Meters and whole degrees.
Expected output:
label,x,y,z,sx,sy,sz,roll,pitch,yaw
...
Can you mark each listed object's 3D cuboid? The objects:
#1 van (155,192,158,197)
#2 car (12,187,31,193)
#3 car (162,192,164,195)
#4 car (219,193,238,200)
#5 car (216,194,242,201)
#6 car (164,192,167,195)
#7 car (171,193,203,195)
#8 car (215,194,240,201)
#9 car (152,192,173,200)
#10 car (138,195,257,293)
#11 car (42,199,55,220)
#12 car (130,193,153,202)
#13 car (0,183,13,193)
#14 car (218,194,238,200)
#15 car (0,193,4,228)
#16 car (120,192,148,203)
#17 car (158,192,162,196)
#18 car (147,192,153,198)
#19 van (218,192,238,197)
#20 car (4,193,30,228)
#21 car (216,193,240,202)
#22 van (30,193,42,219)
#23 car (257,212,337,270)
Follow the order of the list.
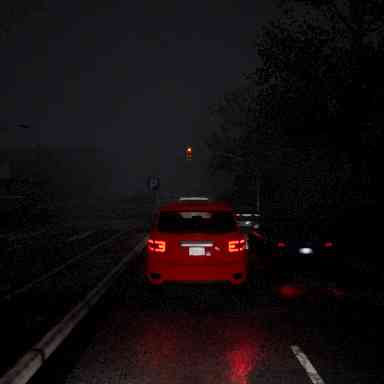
label,x,y,z,sx,sy,sz,roll,pitch,yaw
van,-10.370,1.094,73.996,4.442,1.987,1.878,-1,0,-14
car,-28.263,0.138,55.849,2.002,1.452,4.674,6,-3,-19
car,-9.780,1.360,79.964,4.674,1.452,2.002,-1,0,-13
car,9.308,1.130,85.311,4.553,1.767,2.185,1,0,-12
car,8.074,1.265,73.602,5.366,1.575,1.946,1,0,-13
car,-9.414,1.360,82.966,4.674,1.452,2.002,-1,0,-13
car,0.120,1.247,19.402,2.150,2.045,5.566,0,0,0
car,8.051,1.259,76.454,5.366,1.575,1.946,1,0,-13
car,-8.164,1.066,91.956,5.566,2.045,2.435,-1,0,-12
car,0.088,1.230,9.044,2.150,2.045,5.566,0,0,0
car,-13.675,1.405,27.200,4.553,1.767,2.185,-1,0,-19
car,-10.830,1.197,70.955,4.553,1.767,2.185,-1,0,-14
car,-31.257,-0.424,55.904,2.435,2.045,5.566,6,-3,-19
car,8.947,1.299,82.380,4.674,1.452,2.002,1,0,-12
car,-13.823,1.264,18.149,5.566,2.045,2.435,-1,0,-20
car,-11.558,1.359,65.010,4.792,1.488,2.163,-1,0,-15
car,-10.148,1.323,76.968,4.892,1.521,2.231,-1,0,-14
car,-10.919,1.316,68.003,5.366,1.575,1.946,-1,0,-15
van,7.165,1.044,67.638,4.442,1.987,1.878,1,0,-14
car,-13.755,1.269,21.186,5.566,2.045,2.435,-1,0,-20
car,7.543,1.143,70.608,4.553,1.767,2.185,1,0,-14
van,-13.645,1.298,24.222,4.442,1.987,1.878,-1,0,-20
car,3.093,1.575,11.038,1.994,1.385,4.181,0,0,0
